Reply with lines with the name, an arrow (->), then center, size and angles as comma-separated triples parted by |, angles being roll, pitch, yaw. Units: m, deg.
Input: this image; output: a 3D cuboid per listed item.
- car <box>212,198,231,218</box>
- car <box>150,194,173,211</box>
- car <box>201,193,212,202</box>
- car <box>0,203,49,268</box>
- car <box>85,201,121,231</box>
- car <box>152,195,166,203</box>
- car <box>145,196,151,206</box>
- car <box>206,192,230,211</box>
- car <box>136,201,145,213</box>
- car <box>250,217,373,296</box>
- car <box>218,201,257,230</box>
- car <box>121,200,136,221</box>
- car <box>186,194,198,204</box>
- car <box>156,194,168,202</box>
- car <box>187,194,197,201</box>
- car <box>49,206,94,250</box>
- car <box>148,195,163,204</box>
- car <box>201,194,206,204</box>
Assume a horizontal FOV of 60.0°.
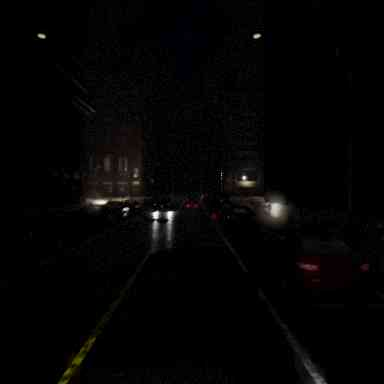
car -> 2.747, 1.402, 25.071 | 1.802, 1.307, 4.206 | 0, 0, 0
car -> -3.114, 1.245, 36.778 | 1.837, 1.490, 4.892 | 0, 0, 0
car -> 2.725, 1.005, 64.522 | 1.967, 1.590, 4.097 | 0, 0, 0
car -> -5.770, 1.256, 8.150 | 2.192, 1.841, 5.009 | 0, 0, 0
car -> -5.775, 1.425, 19.424 | 1.947, 1.339, 4.313 | 0, 0, 0
car -> -5.797, 1.166, 58.880 | 1.947, 1.339, 4.313 | 0, 0, 0
car -> -5.790, 1.252, 47.607 | 1.802, 1.307, 4.206 | 0, 0, 0
car -> 2.981, 0.966, 36.588 | 2.150, 2.045, 5.566 | 0, 0, 0
car -> -5.781, 1.363, 30.698 | 1.802, 1.307, 4.206 | 0, 0, 0
car -> 2.756, 1.522, 8.162 | 1.802, 1.307, 4.206 | 0, 0, 0
car -> 2.750, 1.441, 19.435 | 1.802, 1.307, 4.206 | 0, 0, 0
car -> -5.778, 1.371, 25.060 | 2.008, 1.369, 4.403 | 0, 0, 0
car -> -0.024, 1.241, 52.270 | 1.895, 1.301, 4.718 | 0, 0, 0
car -> -5.800, 1.116, 64.516 | 2.008, 1.369, 4.403 | 0, 0, 0
car -> -0.035, 1.120, 67.656 | 1.994, 1.385, 4.181 | 0, 0, 0
car -> -5.772, 1.466, 13.788 | 1.947, 1.339, 4.313 | 0, 0, 0
car -> -5.794, 1.200, 53.243 | 1.947, 1.339, 4.313 | 0, 0, 0
car -> 2.731, 1.200, 53.251 | 1.947, 1.339, 4.313 | 0, 0, 0
